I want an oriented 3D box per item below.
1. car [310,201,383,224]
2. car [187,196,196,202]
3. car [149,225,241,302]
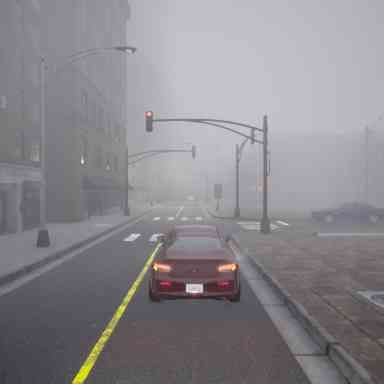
[{"bbox_3d":[11.078,1.432,23.851,5.008,1.535,1.882,0,0,0],"label":"car"},{"bbox_3d":[-0.150,1.567,76.115,1.812,1.442,4.674,0,0,0],"label":"car"},{"bbox_3d":[0.074,1.526,8.139,1.812,1.442,4.674,0,0,1],"label":"car"}]
